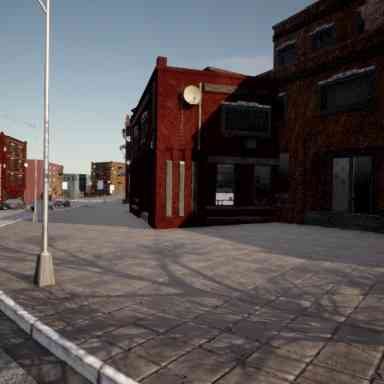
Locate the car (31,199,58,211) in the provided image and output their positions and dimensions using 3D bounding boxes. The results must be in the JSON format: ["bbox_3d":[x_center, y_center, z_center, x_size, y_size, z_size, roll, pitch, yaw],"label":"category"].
[{"bbox_3d":[-19.126,1.684,42.751,1.994,1.385,4.181,1,0,-9],"label":"car"}]

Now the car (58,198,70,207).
[{"bbox_3d":[-20.975,1.694,53.692,1.812,1.442,4.674,1,0,-9],"label":"car"}]

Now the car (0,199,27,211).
[{"bbox_3d":[-22.619,1.616,42.217,2.033,1.411,5.357,1,0,-9],"label":"car"}]
